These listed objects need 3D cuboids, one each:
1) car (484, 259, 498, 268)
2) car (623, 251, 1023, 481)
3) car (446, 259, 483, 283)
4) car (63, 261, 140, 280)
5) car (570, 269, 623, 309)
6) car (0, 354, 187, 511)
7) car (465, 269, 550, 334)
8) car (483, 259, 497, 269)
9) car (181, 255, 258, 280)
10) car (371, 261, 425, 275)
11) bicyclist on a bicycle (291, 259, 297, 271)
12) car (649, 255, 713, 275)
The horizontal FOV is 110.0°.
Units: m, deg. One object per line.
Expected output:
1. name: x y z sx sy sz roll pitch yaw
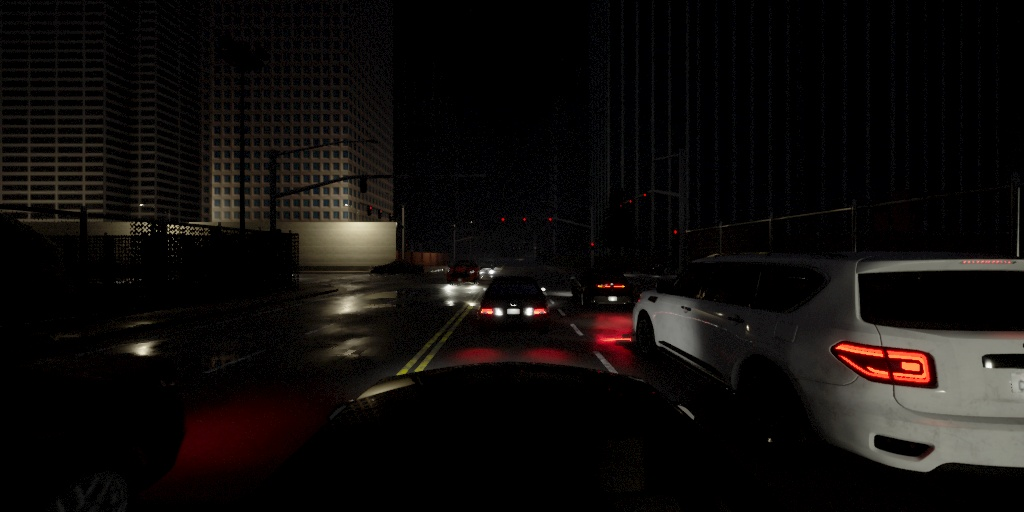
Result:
1. car: -3.579 1.241 62.122 2.128 1.511 4.902 0 0 0
2. car: 3.601 0.971 5.166 2.150 2.045 5.566 0 0 0
3. car: -3.602 1.070 27.072 2.097 1.767 4.553 0 0 0
4. car: -33.895 1.199 29.791 4.892 1.490 1.837 0 0 0
5. car: 3.636 1.255 15.026 1.837 1.490 4.892 0 0 2
6. car: -3.600 1.227 0.793 1.882 1.535 5.008 0 0 0
7. car: 0.055 1.297 10.600 2.033 1.411 5.357 0 0 1
8. car: -3.601 1.351 52.971 1.895 1.301 4.718 0 0 0
9. car: -24.085 0.916 29.768 5.566 2.045 2.150 0 0 0
10. car: -11.812 1.255 37.370 5.357 1.411 2.033 1 0 -22
11. bicyclist on a bicycle: -25.578 0.995 41.753 0.582 1.620 1.656 0 0 0
12. car: 17.307 0.917 36.883 5.566 2.045 2.150 0 0 0
